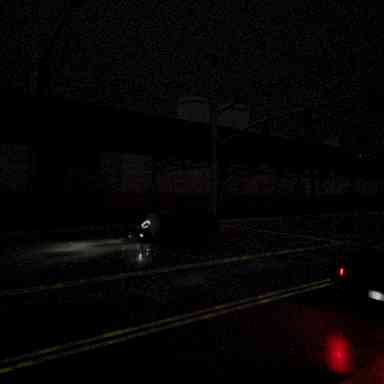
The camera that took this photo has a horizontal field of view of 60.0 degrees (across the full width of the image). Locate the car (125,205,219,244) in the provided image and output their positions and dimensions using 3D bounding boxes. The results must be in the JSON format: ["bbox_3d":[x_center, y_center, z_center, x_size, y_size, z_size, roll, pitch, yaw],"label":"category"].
[{"bbox_3d":[-0.944,1.422,16.210,4.553,1.767,2.097,1,0,-35],"label":"car"}]

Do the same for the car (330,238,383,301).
[{"bbox_3d":[5.281,1.671,7.526,4.718,1.301,1.895,1,0,-35],"label":"car"}]
